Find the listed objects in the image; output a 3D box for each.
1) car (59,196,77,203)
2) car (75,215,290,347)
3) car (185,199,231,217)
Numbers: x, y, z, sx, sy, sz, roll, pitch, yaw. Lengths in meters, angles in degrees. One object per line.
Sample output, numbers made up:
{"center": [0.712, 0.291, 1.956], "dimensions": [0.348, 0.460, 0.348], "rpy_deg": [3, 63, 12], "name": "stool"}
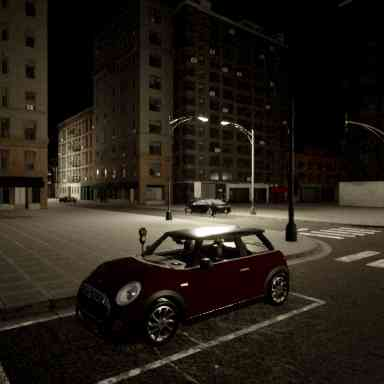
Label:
{"center": [-22.166, 1.274, 59.258], "dimensions": [1.895, 1.301, 4.718], "rpy_deg": [0, 0, -39], "name": "car"}
{"center": [-0.029, 1.440, 6.285], "dimensions": [4.097, 1.590, 1.967], "rpy_deg": [0, 0, -38], "name": "car"}
{"center": [1.308, 1.375, 29.241], "dimensions": [2.128, 1.511, 4.902], "rpy_deg": [0, 0, -38], "name": "car"}
